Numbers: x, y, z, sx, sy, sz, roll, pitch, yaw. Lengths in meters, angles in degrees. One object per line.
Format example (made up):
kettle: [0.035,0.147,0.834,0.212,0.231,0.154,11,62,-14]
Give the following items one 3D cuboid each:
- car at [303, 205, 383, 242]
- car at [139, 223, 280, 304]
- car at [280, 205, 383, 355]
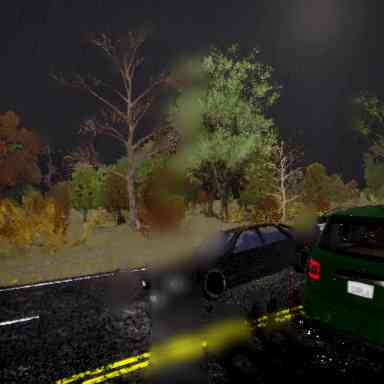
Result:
car: [8.274,1.516,17.461,4.902,1.511,2.128,0,0,-35]
car: [1.298,1.646,8.662,5.357,1.411,2.033,-7,-8,-35]
car: [4.203,1.233,5.459,5.566,2.045,2.150,0,1,-34]
